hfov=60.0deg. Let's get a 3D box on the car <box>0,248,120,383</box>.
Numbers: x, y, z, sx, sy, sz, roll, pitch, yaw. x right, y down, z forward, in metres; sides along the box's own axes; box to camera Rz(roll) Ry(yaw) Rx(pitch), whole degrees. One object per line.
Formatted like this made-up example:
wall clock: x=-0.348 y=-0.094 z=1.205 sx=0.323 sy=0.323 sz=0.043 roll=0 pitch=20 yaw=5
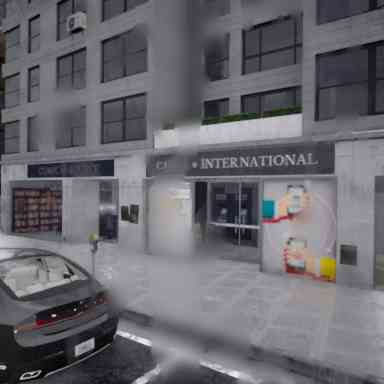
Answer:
car: x=-3.011 y=1.549 z=5.095 sx=4.403 sy=1.369 sz=2.008 roll=0 pitch=1 yaw=35
